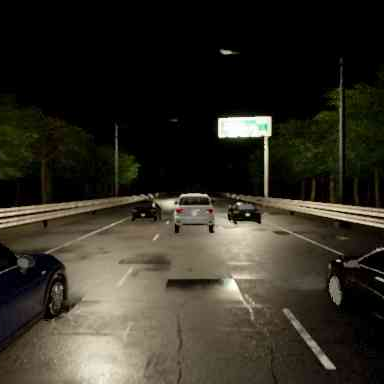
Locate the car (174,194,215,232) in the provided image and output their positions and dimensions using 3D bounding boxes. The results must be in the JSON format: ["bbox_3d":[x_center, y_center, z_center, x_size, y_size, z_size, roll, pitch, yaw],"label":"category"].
[{"bbox_3d":[0.130,1.130,19.673,2.150,2.045,5.566,0,0,0],"label":"car"}]

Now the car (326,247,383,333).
[{"bbox_3d":[3.607,1.483,4.786,1.837,1.490,4.892,0,0,0],"label":"car"}]

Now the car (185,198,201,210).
[{"bbox_3d":[0.166,1.392,41.461,1.895,1.301,4.718,0,0,0],"label":"car"}]

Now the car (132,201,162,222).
[{"bbox_3d":[-3.359,1.408,25.210,1.812,1.442,4.674,0,0,0],"label":"car"}]

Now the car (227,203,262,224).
[{"bbox_3d":[3.638,1.454,23.701,1.994,1.385,4.181,0,0,0],"label":"car"}]

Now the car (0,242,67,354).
[{"bbox_3d":[-3.394,1.330,4.422,2.097,1.767,4.553,0,0,0],"label":"car"}]
